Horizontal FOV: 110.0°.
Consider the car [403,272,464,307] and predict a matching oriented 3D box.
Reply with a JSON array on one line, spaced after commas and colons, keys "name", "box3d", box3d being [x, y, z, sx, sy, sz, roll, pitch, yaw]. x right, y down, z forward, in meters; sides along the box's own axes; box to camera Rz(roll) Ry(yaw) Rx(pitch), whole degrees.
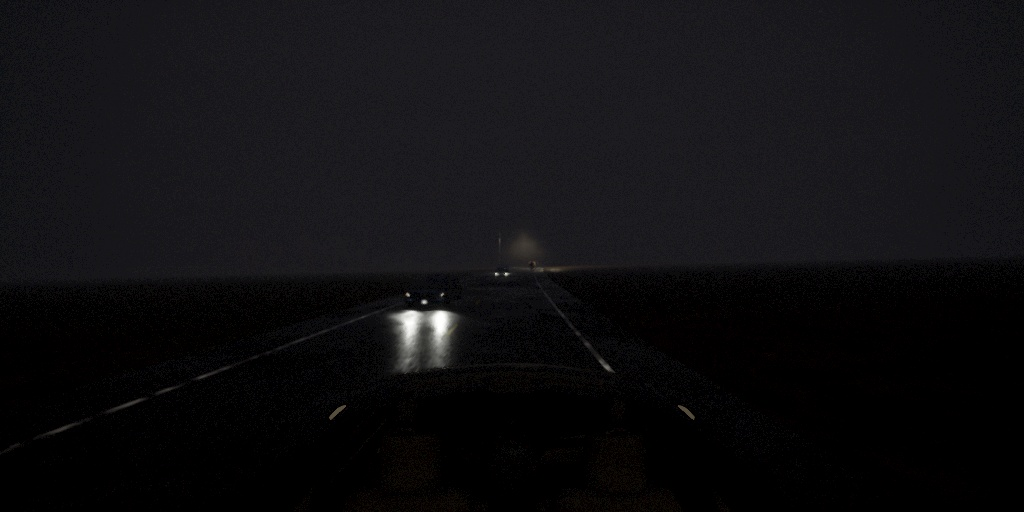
[{"name": "car", "box3d": [-3.456, 1.483, 16.910, 2.033, 1.411, 5.357, 0, -1, 1]}]

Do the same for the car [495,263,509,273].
[{"name": "car", "box3d": [-1.591, 1.923, 58.798, 1.882, 1.535, 5.008, 0, -1, 4]}]
